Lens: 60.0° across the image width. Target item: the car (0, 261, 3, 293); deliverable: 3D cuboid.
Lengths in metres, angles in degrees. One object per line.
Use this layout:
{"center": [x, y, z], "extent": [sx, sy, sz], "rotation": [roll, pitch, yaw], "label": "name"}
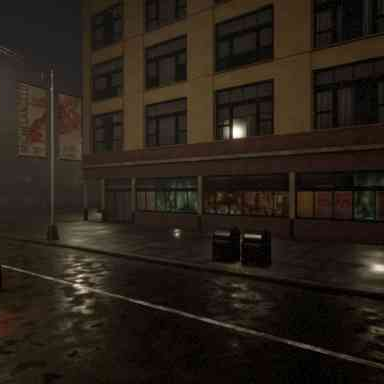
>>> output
{"center": [-5.819, 1.564, 7.715], "extent": [1.994, 1.385, 4.181], "rotation": [0, 0, -40], "label": "car"}
